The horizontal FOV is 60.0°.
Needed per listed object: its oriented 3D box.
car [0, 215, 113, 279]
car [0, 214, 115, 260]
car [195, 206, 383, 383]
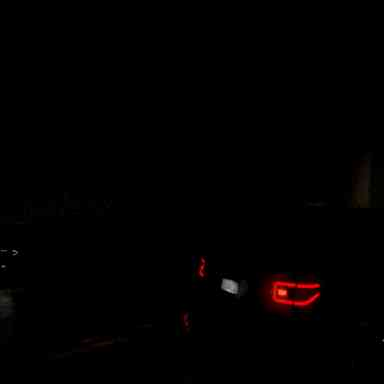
[{"bbox_3d":[-3.256,1.506,10.266,5.008,1.535,1.882,1,0,-35],"label":"car"},{"bbox_3d":[-5.606,1.626,12.889,4.718,1.301,1.895,1,0,-35],"label":"car"},{"bbox_3d":[2.644,1.269,5.629,5.566,2.045,2.150,1,0,-35],"label":"car"}]
